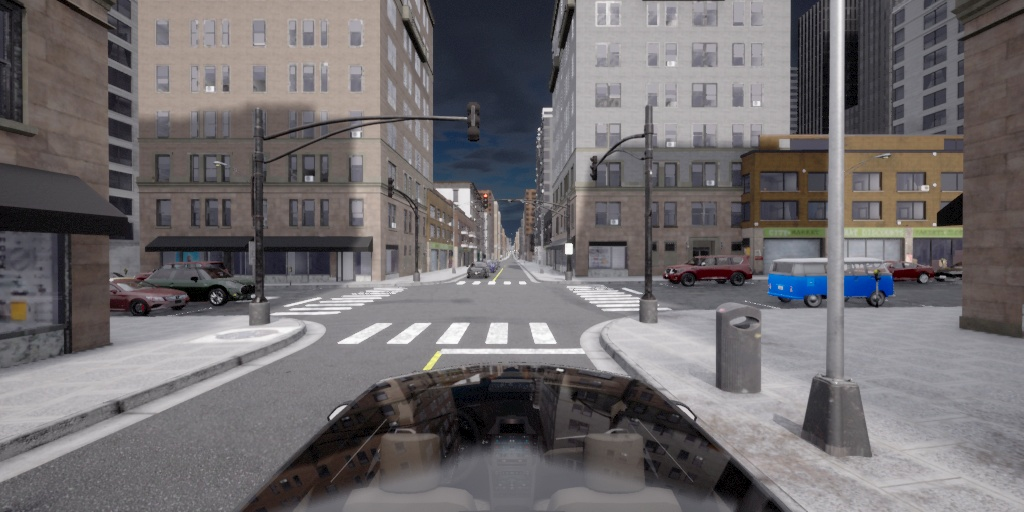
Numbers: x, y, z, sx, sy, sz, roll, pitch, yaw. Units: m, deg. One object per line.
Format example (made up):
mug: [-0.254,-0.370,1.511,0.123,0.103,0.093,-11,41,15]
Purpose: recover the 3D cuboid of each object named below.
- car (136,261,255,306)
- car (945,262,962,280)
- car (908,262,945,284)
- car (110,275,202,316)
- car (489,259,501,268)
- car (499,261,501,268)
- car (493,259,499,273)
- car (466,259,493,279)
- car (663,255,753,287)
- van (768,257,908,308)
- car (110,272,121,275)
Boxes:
car: [-14.000,1.268,16.312,4.553,1.767,2.097,-1,0,0]
car: [28.938,0.915,22.273,4.313,1.339,1.948,0,0,0]
car: [23.328,0.963,22.263,4.507,1.381,1.888,0,0,0]
car: [-14.810,1.527,13.670,4.207,1.307,1.802,0,0,0]
car: [-2.998,1.296,63.978,1.837,1.490,4.892,0,0,0]
car: [-3.049,1.279,53.651,1.837,1.490,4.892,0,0,0]
car: [-3.059,1.113,43.503,2.097,1.767,4.553,0,0,0]
car: [-3.071,1.258,33.344,1.837,1.490,4.892,0,0,0]
car: [12.110,0.871,22.243,5.009,1.841,2.192,0,0,0]
van: [12.127,0.956,13.718,3.998,1.789,1.690,0,0,0]
car: [-26.005,1.550,22.176,4.829,1.417,1.751,0,0,0]
